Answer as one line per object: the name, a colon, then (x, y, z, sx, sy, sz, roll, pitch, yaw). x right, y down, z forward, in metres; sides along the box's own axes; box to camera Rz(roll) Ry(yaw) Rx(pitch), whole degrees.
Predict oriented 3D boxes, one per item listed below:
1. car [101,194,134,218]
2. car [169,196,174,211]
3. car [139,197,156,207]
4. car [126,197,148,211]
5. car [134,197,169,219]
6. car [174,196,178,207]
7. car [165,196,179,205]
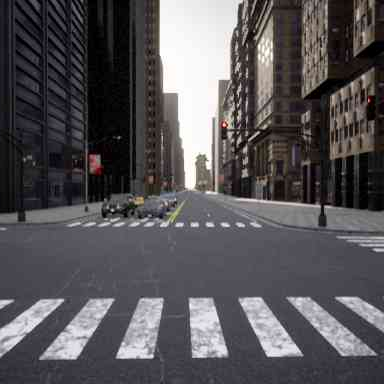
car: (-6.658, 1.185, 30.610, 2.150, 2.045, 5.566, 0, 0, 0)
car: (-3.423, 1.475, 37.988, 1.812, 1.442, 4.674, 0, 0, 0)
car: (-6.695, 1.489, 50.505, 1.994, 1.385, 4.181, 0, 0, 0)
car: (-6.670, 1.422, 40.615, 1.882, 1.535, 5.008, 0, 0, 0)
car: (-3.403, 1.319, 29.007, 2.097, 1.767, 4.553, 0, 0, 0)
car: (-3.451, 1.494, 48.014, 1.994, 1.385, 4.181, 0, 0, -1)
car: (-3.431, 1.456, 58.430, 2.033, 1.411, 5.357, 0, 0, 0)
